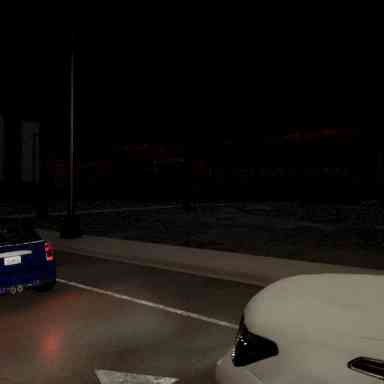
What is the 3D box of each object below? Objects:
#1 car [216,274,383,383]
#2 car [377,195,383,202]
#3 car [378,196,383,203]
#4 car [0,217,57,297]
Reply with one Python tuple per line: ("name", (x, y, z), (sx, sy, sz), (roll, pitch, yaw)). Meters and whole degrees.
("car", (2.862, 1.212, 1.949), (5.566, 2.045, 2.150), (0, 0, 35))
("car", (39.911, 1.370, 67.965), (1.853, 1.218, 4.536), (1, 1, 6))
("car", (39.904, 1.528, 67.915), (2.038, 1.542, 4.974), (1, 1, 6))
("car", (-5.207, 1.351, 7.712), (4.553, 1.767, 2.097), (0, 0, 36))
